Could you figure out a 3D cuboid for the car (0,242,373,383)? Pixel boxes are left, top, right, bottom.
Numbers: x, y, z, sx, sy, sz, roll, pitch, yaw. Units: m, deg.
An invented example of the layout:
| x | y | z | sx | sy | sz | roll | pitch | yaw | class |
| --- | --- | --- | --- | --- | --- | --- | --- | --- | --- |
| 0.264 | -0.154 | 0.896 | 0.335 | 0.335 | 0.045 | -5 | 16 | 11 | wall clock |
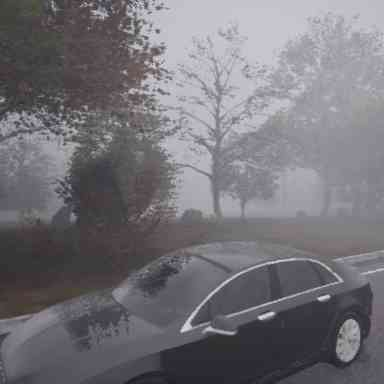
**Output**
| x | y | z | sx | sy | sz | roll | pitch | yaw | class |
| --- | --- | --- | --- | --- | --- | --- | --- | --- | --- |
| 0.334 | 1.480 | 4.190 | 4.892 | 1.490 | 1.837 | 0 | 0 | -34 | car |
